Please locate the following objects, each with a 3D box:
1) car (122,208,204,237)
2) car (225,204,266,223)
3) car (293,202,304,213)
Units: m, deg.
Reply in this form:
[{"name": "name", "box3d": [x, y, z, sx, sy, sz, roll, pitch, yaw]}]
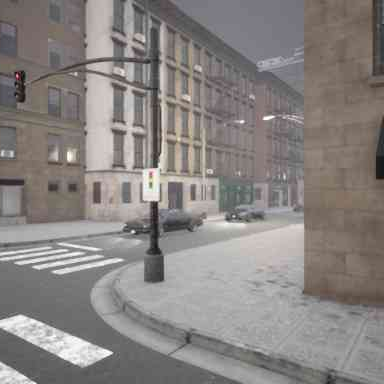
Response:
[{"name": "car", "box3d": [-1.415, 1.628, 18.891, 2.033, 1.411, 5.357, 0, 0, 35]}, {"name": "car", "box3d": [4.367, 1.697, 26.978, 1.994, 1.385, 4.181, 0, 0, 36]}, {"name": "car", "box3d": [13.842, 1.572, 40.206, 2.097, 1.767, 4.553, 0, 0, 36]}]
